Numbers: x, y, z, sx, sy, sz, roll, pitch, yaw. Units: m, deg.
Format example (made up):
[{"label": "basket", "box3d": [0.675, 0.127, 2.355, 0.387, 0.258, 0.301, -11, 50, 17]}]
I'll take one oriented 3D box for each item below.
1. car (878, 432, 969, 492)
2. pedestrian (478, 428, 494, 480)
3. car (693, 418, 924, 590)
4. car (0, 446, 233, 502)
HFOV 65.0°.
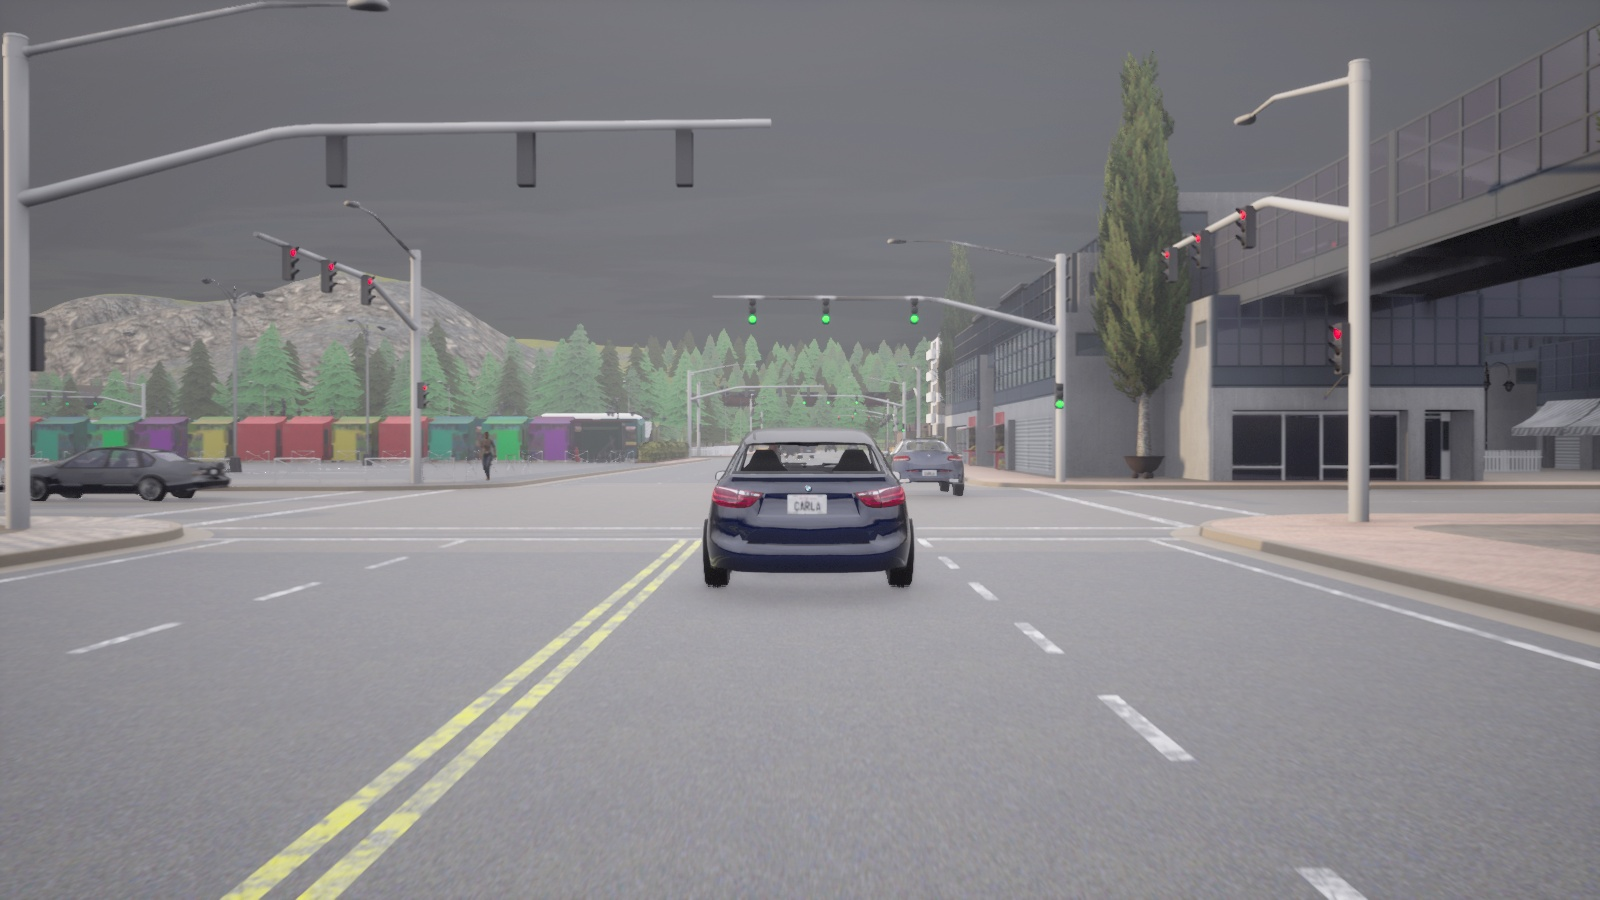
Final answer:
[{"label": "car", "box3d": [3.537, 0.320, 36.938, 2.152, 1.651, 5.027, 0, 0, 0]}, {"label": "pedestrian", "box3d": [-11.043, 0.147, 44.209, 0.328, 1.805, 0.869, 0, 0, 2]}, {"label": "car", "box3d": [0.092, 0.509, 14.499, 2.242, 1.667, 4.611, 0, 0, 0]}, {"label": "car", "box3d": [-17.926, 0.595, 32.766, 5.357, 1.411, 2.033, 0, 0, 0]}]
